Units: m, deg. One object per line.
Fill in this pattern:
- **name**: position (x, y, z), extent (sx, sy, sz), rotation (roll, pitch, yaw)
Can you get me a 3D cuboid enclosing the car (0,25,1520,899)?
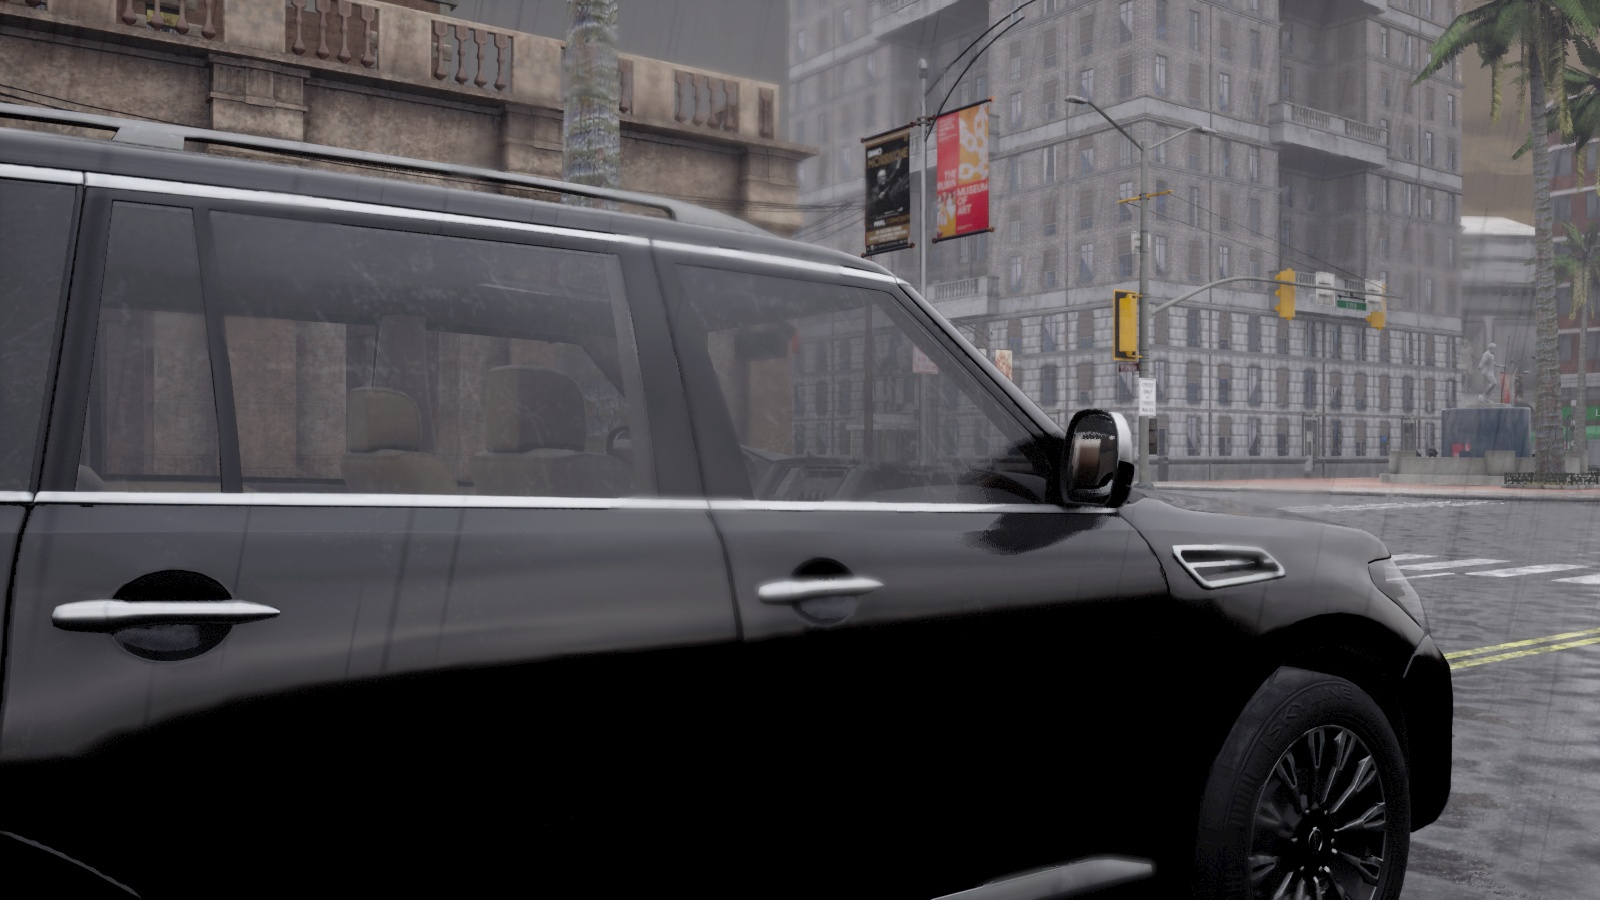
- **car**: position (-0.661, 0.473, 3.201), extent (5.566, 2.045, 2.150), rotation (0, 0, -35)
